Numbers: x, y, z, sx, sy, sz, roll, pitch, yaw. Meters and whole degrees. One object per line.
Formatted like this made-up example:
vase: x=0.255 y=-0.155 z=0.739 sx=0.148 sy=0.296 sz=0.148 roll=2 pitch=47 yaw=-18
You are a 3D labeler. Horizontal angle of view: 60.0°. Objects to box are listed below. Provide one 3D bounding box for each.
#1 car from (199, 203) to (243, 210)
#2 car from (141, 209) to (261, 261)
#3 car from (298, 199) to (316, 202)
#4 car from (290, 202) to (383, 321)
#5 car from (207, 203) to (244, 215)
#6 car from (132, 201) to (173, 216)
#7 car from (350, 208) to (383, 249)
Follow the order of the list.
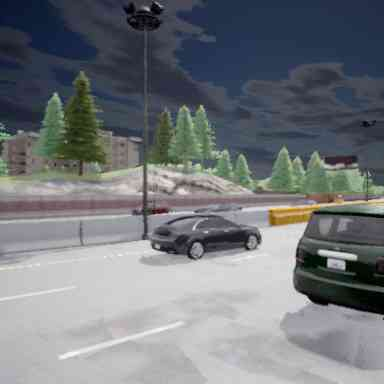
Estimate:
car: x=2.591 y=1.887 z=33.632 sx=5.357 sy=1.411 sz=2.033 roll=0 pitch=-1 yaw=-44
car: x=0.693 y=1.642 z=13.028 sx=4.892 sy=1.490 sz=1.837 roll=0 pitch=0 yaw=-39
car: x=13.605 y=1.696 z=40.134 sx=2.097 sy=1.767 sz=4.553 roll=-1 pitch=-1 yaw=42
car: x=4.454 y=1.274 z=7.091 sx=5.566 sy=2.045 sz=2.150 roll=0 pitch=0 yaw=-38
car: x=4.099 y=2.000 z=40.152 sx=1.895 sy=1.301 sz=4.718 roll=-1 pitch=-1 yaw=44
car: x=-4.344 y=1.764 z=36.742 sx=4.553 sy=1.767 sz=2.097 roll=0 pitch=-1 yaw=-43
car: x=9.490 y=1.591 z=15.756 sx=5.008 sy=1.535 sz=1.882 roll=0 pitch=0 yaw=-42
